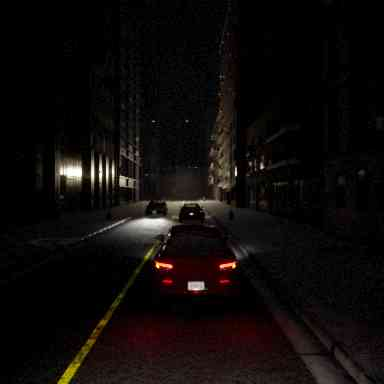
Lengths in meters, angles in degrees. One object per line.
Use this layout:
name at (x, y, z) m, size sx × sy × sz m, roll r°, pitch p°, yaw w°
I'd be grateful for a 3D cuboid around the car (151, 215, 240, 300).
car at (0.059, 1.527, 8.291) m, size 1.812 × 1.442 × 4.674 m, roll 0°, pitch 0°, yaw 0°

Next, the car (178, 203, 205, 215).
car at (-0.036, 1.566, 26.051) m, size 1.994 × 1.385 × 4.181 m, roll 0°, pitch 0°, yaw 0°

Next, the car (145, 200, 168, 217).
car at (-3.244, 1.493, 31.035) m, size 2.128 × 1.511 × 4.902 m, roll 0°, pitch 0°, yaw 0°
